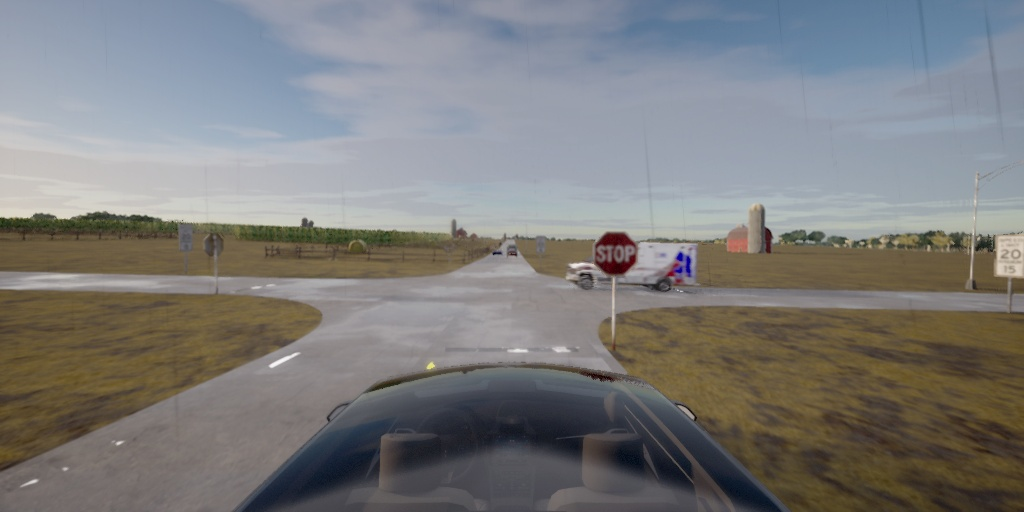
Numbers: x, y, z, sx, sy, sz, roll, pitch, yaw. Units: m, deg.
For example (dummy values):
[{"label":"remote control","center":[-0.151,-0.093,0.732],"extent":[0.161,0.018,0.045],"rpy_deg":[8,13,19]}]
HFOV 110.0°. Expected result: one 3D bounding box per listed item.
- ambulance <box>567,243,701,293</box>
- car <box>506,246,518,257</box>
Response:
[{"label":"ambulance","center":[6.120,0.527,18.639],"extent":[6.366,2.431,2.351],"rpy_deg":[1,2,0]},{"label":"car","center":[0.022,-0.565,61.887],"extent":[1.837,1.490,4.892],"rpy_deg":[0,2,0]}]
